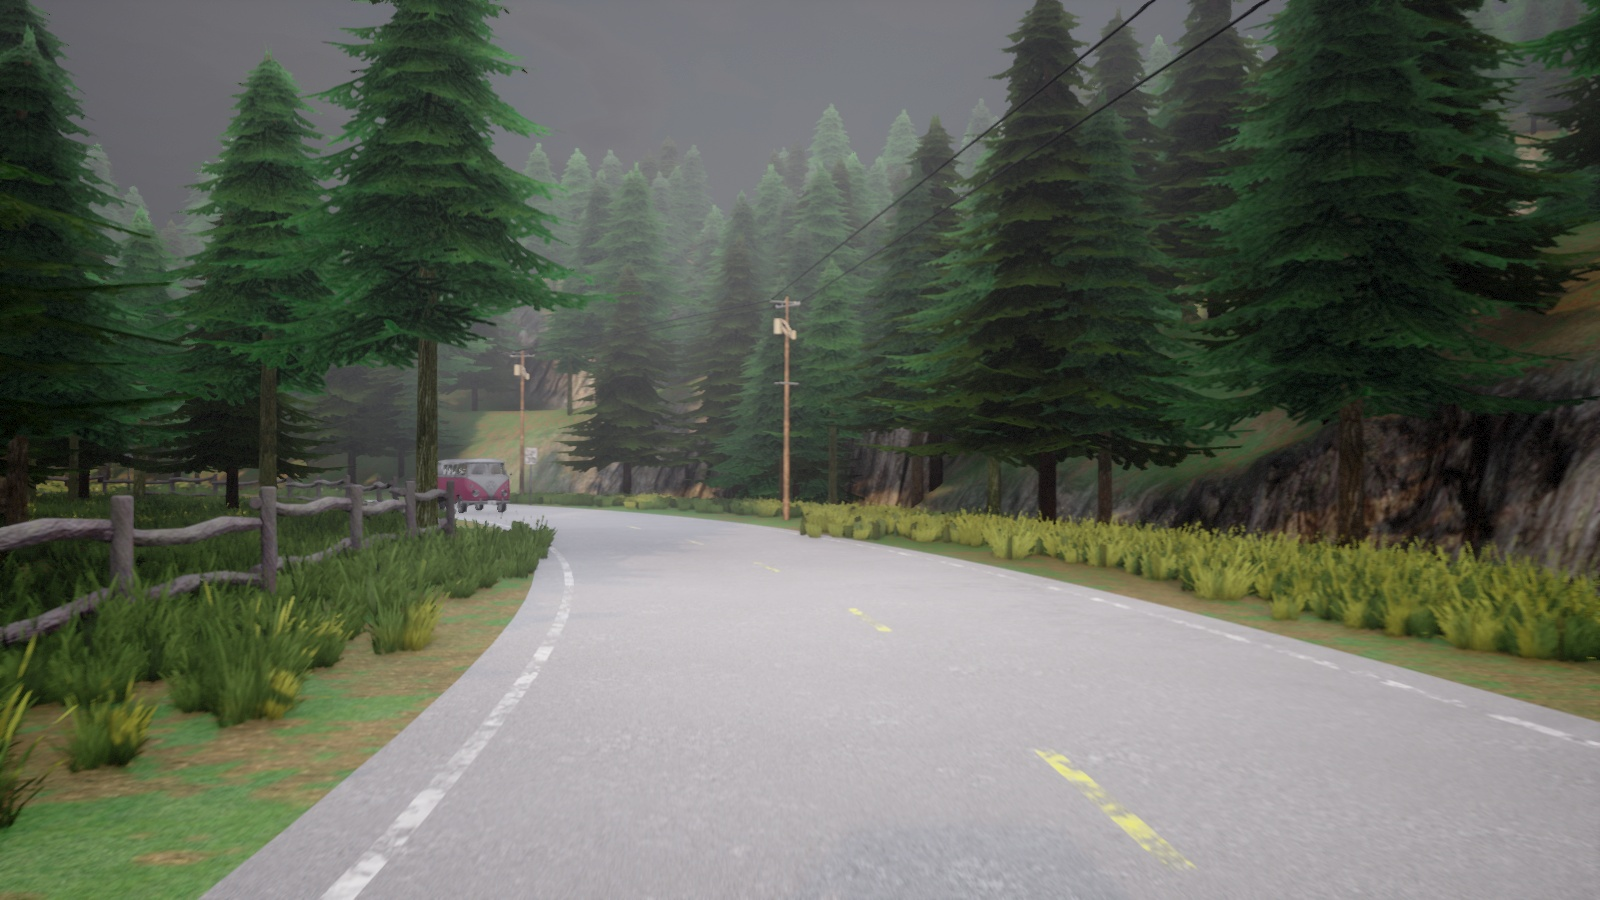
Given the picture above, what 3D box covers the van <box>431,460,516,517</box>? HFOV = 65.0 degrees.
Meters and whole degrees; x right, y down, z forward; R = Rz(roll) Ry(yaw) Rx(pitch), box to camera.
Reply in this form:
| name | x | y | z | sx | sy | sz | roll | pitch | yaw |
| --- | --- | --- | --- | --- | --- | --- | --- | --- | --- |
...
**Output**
| name | x | y | z | sx | sy | sz | roll | pitch | yaw |
| --- | --- | --- | --- | --- | --- | --- | --- | --- | --- |
| van | -12.052 | 1.395 | 46.181 | 1.775 | 1.987 | 4.442 | 0 | -1 | -32 |
